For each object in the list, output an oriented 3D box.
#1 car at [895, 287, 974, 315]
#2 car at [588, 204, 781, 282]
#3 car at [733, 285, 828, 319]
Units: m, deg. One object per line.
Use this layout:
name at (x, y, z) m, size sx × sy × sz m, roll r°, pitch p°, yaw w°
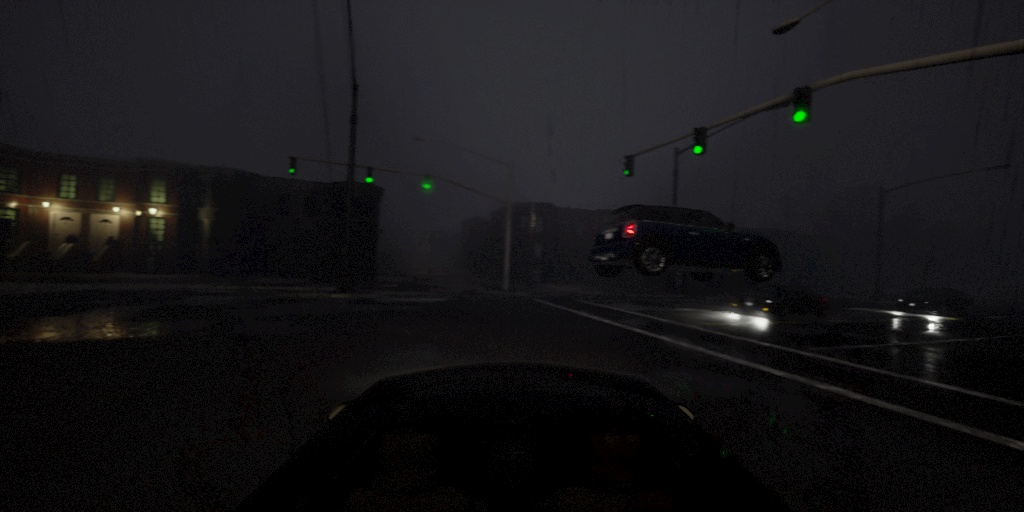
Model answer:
car at (25.293, 2.646, 21.438) m, size 4.892 × 1.490 × 1.837 m, roll 2°, pitch -1°, yaw -20°
car at (4.370, -0.346, 9.171) m, size 4.553 × 1.767 × 2.097 m, roll 3°, pitch -5°, yaw -15°
car at (12.550, 2.069, 16.788) m, size 4.181 × 1.385 × 1.994 m, roll 3°, pitch -1°, yaw -20°
